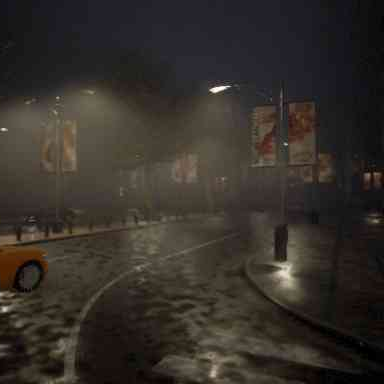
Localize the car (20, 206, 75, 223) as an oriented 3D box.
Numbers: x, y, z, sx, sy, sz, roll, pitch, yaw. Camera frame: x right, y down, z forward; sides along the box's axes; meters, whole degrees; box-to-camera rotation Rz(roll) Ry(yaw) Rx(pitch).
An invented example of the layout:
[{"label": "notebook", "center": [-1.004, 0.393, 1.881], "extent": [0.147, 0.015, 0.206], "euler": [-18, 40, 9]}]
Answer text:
[{"label": "car", "center": [-12.177, 1.945, 28.308], "extent": [1.837, 1.490, 4.892], "euler": [0, -1, 25]}]

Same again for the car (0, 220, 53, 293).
[{"label": "car", "center": [-5.342, 1.588, 6.792], "extent": [1.882, 1.535, 5.008], "euler": [0, -1, 25]}]

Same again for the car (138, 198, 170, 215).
[{"label": "car", "center": [-4.919, 1.803, 43.875], "extent": [2.150, 2.045, 5.566], "euler": [0, -1, 25]}]

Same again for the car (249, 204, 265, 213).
[{"label": "car", "center": [9.574, 2.329, 48.556], "extent": [1.895, 1.301, 4.718], "euler": [0, -1, 18]}]

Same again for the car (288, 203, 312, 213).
[{"label": "car", "center": [15.429, 2.235, 47.679], "extent": [4.674, 1.442, 1.812], "euler": [1, -1, -44]}]
